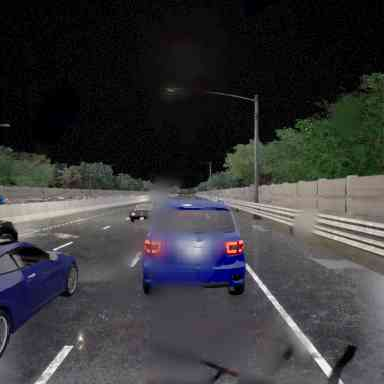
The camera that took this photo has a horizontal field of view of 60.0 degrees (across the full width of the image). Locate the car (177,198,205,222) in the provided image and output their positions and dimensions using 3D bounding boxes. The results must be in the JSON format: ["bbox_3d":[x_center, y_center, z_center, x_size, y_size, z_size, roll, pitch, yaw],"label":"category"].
[{"bbox_3d":[-0.139,1.379,27.490,2.097,1.767,4.553,0,0,-1],"label":"car"}]

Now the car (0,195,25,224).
[{"bbox_3d":[-6.978,1.226,8.962,2.150,2.045,5.566,0,0,-1],"label":"car"}]

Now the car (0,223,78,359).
[{"bbox_3d":[-3.460,1.528,5.638,1.812,1.442,4.674,0,0,-1],"label":"car"}]

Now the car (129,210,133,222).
[{"bbox_3d":[-3.632,1.625,26.187,1.895,1.301,4.718,0,0,-1],"label":"car"}]

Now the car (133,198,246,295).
[{"bbox_3d":[0.022,1.225,8.873,2.150,2.045,5.566,0,0,-1],"label":"car"}]

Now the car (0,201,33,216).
[{"bbox_3d":[-17.894,1.603,33.241,1.994,1.385,4.181,0,0,0],"label":"car"}]
